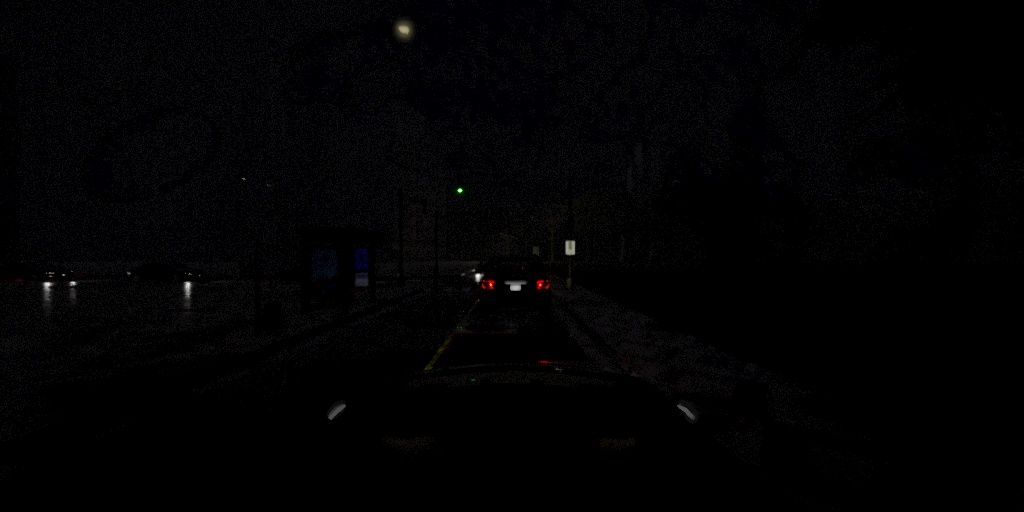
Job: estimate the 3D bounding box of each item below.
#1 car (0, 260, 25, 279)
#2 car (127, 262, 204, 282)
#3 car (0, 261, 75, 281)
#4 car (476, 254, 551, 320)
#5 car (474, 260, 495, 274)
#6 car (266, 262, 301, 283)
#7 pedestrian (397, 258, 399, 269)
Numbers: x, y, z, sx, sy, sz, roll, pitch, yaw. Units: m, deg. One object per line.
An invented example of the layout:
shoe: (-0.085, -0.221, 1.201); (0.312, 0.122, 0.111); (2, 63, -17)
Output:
car: (-44.340, 1.114, 30.049); (4.674, 1.442, 1.812); (0, 1, 2)
car: (-25.350, 1.176, 26.422); (4.892, 1.490, 1.837); (0, 1, 1)
car: (-35.722, 1.147, 26.698); (4.892, 1.490, 1.837); (0, 1, 2)
car: (0.103, 0.964, 12.654); (2.150, 2.045, 5.566); (0, 0, 0)
car: (-3.091, 1.248, 41.688); (2.033, 1.411, 5.357); (0, 0, 0)
car: (-15.163, 1.177, 26.165); (5.008, 1.535, 1.882); (0, 1, 0)
pedestrian: (-10.078, 0.800, 32.266); (0.375, 1.860, 0.375); (0, 0, 1)
